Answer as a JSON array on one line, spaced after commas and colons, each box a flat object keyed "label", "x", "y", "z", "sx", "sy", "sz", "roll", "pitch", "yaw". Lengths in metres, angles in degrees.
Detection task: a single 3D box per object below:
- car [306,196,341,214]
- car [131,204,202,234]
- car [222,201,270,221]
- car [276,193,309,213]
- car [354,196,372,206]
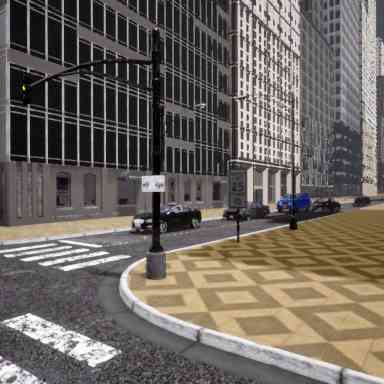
[{"label": "car", "x": 13.890, "y": 1.369, "z": 34.228, "sx": 2.128, "sy": 1.511, "sz": 4.902, "roll": 0, "pitch": 0, "yaw": 37}, {"label": "car", "x": -1.349, "y": 1.447, "z": 19.218, "sx": 2.128, "sy": 1.511, "sz": 4.902, "roll": 0, "pitch": 0, "yaw": 37}, {"label": "car", "x": 4.570, "y": 1.472, "z": 27.120, "sx": 2.033, "sy": 1.411, "sz": 5.357, "roll": 0, "pitch": 0, "yaw": 37}, {"label": "car", "x": 10.986, "y": 1.113, "z": 35.670, "sx": 2.150, "sy": 2.045, "sz": 5.566, "roll": 0, "pitch": 0, "yaw": 37}, {"label": "car", "x": 25.696, "y": 1.320, "z": 50.007, "sx": 1.837, "sy": 1.490, "sz": 4.892, "roll": 0, "pitch": 0, "yaw": 37}]
